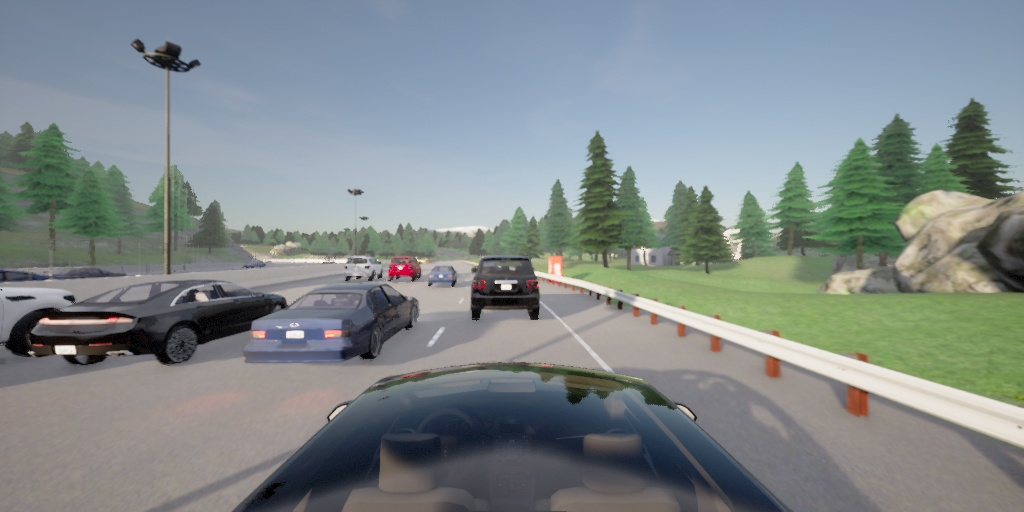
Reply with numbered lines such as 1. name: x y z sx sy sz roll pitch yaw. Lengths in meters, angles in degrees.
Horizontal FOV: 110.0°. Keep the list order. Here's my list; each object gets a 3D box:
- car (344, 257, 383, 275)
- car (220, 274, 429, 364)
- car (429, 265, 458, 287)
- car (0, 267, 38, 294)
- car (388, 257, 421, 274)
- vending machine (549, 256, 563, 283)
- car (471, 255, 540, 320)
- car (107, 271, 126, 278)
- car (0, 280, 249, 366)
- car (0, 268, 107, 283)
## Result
1. car: -12.666 1.071 30.855 2.150 2.045 5.566 0 0 -8
2. car: -3.575 1.321 8.297 2.033 1.411 5.357 0 0 -2
3. car: -4.906 1.367 25.708 2.033 1.411 5.357 0 0 -7
4. car: -29.015 1.381 19.031 1.812 1.442 4.674 0 0 -6
5. car: -9.122 1.063 30.785 2.150 2.045 5.566 0 0 -8
6. vending machine: 3.377 1.002 27.678 1.100 2.100 0.880 0 0 -7
7. car: -0.299 1.000 12.990 2.150 2.045 5.566 0 0 -3
8. car: -25.664 1.401 20.886 2.033 1.411 5.357 0 0 -6
9. car: -7.100 1.273 8.069 2.128 1.511 4.902 0 0 -2
10. car: -10.512 1.004 5.546 2.150 2.045 5.566 0 0 -1
